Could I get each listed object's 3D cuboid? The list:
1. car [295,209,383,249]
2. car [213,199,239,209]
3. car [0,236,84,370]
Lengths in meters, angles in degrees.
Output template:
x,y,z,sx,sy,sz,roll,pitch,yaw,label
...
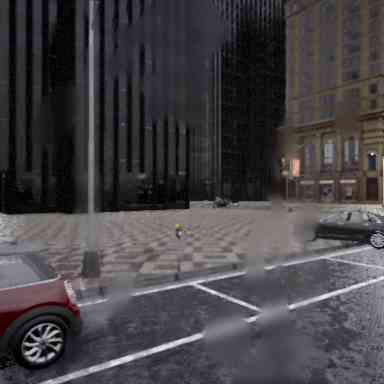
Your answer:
x,y,z,sx,sy,sz,roll,pitch,yaw,label
6.300,1.365,13.273,2.008,1.369,4.403,-1,0,-45,car
5.344,1.851,53.051,2.128,1.511,4.902,0,-1,-35,car
-3.603,1.440,4.075,4.097,1.590,1.967,0,0,-36,car
